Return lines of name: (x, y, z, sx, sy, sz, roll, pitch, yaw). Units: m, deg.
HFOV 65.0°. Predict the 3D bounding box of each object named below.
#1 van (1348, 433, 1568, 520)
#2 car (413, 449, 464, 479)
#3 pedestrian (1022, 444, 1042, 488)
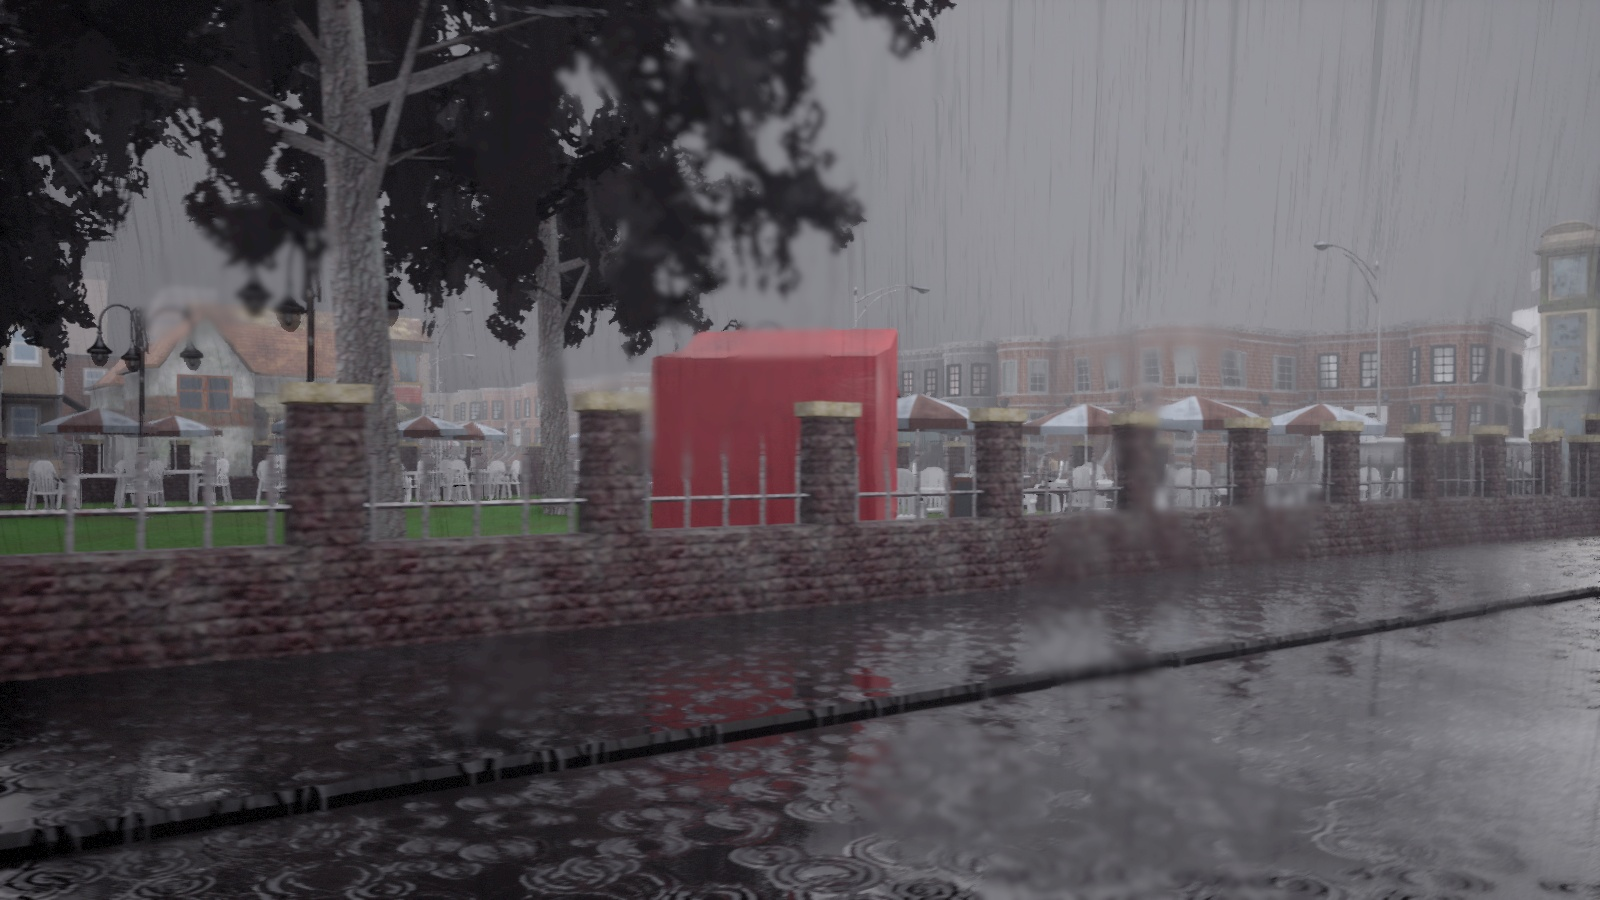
van: (16.045, 0.607, 30.829, 1.775, 1.987, 4.442, 0, 0, -38)
car: (-23.528, 0.904, 81.623, 1.905, 1.878, 3.866, 0, 0, -38)
pedestrian: (9.653, 0.653, 52.251, 0.328, 1.805, 0.869, 0, 0, -35)
